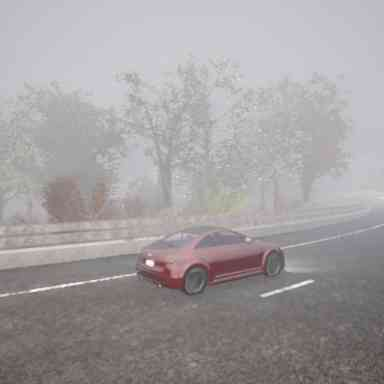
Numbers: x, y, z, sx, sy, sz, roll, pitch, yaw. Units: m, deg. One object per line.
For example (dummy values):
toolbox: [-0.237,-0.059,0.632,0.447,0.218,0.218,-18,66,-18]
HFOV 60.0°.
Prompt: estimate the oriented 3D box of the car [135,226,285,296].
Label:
car: [0.604,1.611,8.889,4.181,1.385,1.994,0,0,-38]
